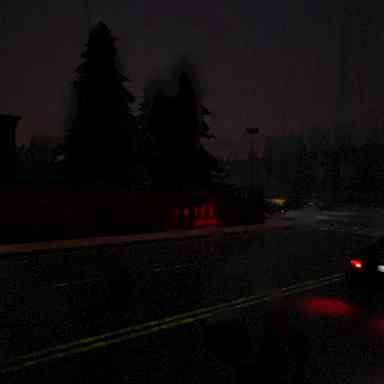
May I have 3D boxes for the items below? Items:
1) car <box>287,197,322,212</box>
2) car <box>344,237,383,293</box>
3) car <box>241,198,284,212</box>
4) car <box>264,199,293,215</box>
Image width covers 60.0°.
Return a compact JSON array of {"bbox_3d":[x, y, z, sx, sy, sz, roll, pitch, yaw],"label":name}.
[{"bbox_3d":[12.901,1.352,38.953,2.097,1.767,4.553,0,0,-35],"label":"car"},{"bbox_3d":[5.798,1.547,7.918,5.357,1.411,2.033,0,0,-35],"label":"car"},{"bbox_3d":[8.267,1.478,39.447,1.882,1.535,5.008,0,0,-35],"label":"car"},{"bbox_3d":[7.596,1.601,34.329,1.895,1.301,4.718,0,0,-35],"label":"car"}]
